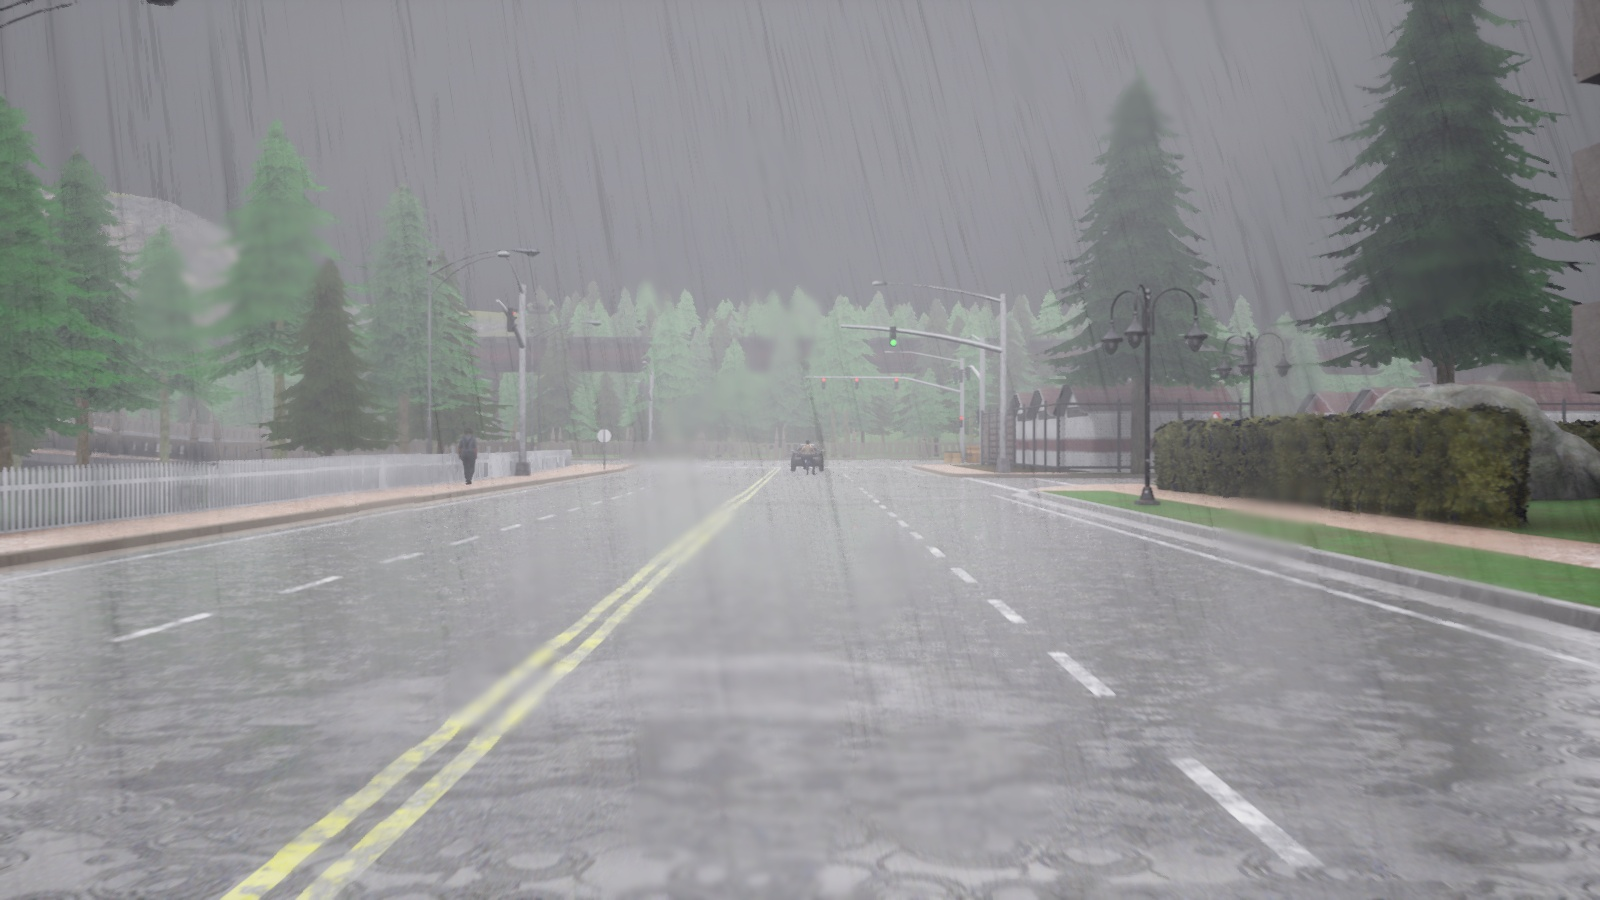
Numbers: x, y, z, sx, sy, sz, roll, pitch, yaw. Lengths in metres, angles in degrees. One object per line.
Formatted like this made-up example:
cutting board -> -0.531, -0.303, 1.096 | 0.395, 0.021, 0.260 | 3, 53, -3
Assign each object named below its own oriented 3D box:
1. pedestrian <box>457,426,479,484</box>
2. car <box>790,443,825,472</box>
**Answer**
pedestrian -> -10.657, 0.169, 40.329 | 0.540, 1.848, 0.694 | 0, 0, -1
car -> 0.394, 0.384, 66.833 | 1.816, 1.474, 4.193 | 0, 0, 0
